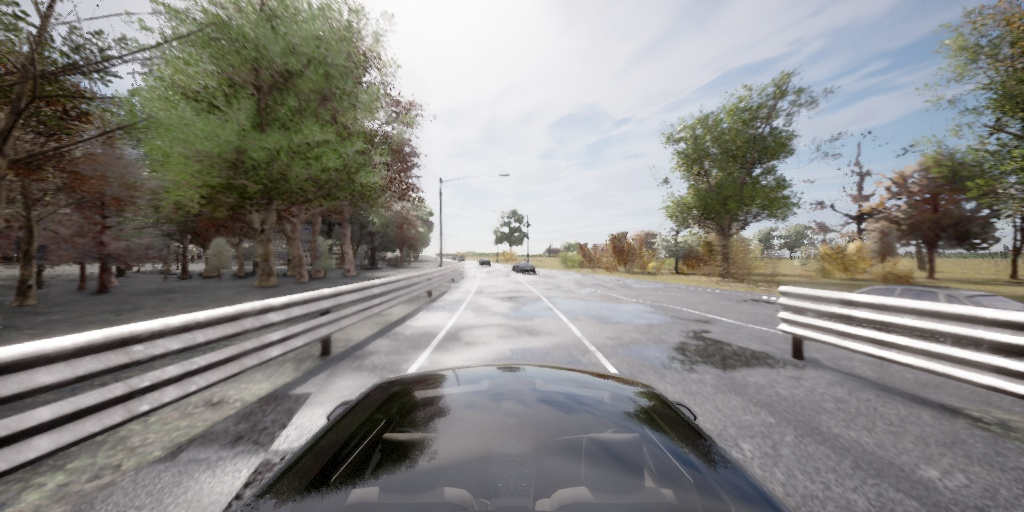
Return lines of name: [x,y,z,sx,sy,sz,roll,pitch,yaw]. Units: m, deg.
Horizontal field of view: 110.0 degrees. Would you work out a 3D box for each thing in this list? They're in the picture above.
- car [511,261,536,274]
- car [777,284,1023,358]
car: [1.299,1.287,41.559,1.994,1.385,4.181,0,0,-14]
car: [9.500,1.393,8.574,2.033,1.411,5.357,0,0,-14]
